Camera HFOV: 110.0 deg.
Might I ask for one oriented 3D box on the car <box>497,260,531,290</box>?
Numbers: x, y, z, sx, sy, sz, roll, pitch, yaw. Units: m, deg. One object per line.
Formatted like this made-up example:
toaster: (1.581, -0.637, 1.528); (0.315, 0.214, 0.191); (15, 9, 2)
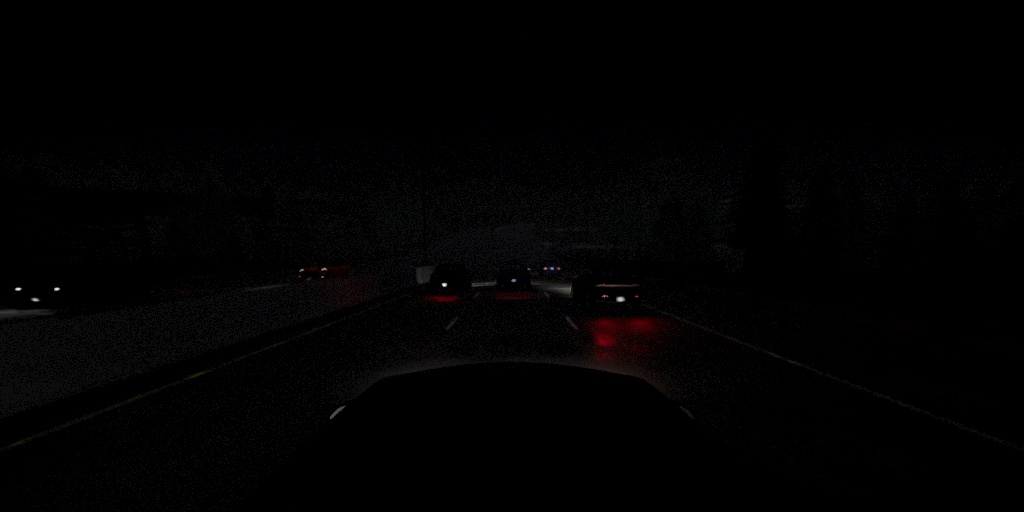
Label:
car: (0.093, 1.154, 21.681); (1.882, 1.535, 5.008); (0, 0, 0)

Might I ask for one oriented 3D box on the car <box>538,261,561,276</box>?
car: (3.588, 1.174, 34.610); (2.033, 1.411, 5.357); (0, 0, 0)

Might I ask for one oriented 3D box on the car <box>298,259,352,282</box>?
car: (-14.056, 1.005, 27.224); (2.097, 1.767, 4.553); (0, 0, 1)

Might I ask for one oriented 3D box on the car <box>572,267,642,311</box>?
car: (3.596, 1.196, 14.288); (2.128, 1.511, 4.902); (0, 0, 0)

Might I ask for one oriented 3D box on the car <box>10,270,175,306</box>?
car: (-17.576, 1.300, 15.428); (1.895, 1.301, 4.718); (0, 0, 0)

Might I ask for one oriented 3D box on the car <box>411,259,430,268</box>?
car: (-10.520, 1.121, 42.308); (1.812, 1.442, 4.674); (0, 0, 0)

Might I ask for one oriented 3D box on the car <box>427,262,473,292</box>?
car: (-3.406, 1.185, 20.491); (1.837, 1.490, 4.892); (0, 0, 0)
